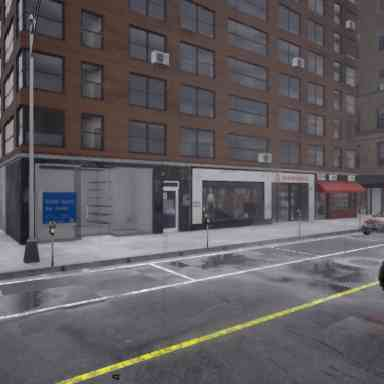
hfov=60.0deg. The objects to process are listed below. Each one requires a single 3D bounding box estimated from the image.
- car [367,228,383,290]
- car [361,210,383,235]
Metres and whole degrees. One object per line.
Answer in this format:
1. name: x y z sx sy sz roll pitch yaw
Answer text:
1. car: 6.060 1.564 7.484 4.181 1.385 1.994 0 0 -35
2. car: 10.616 1.582 17.470 4.206 1.307 1.802 0 0 -35
